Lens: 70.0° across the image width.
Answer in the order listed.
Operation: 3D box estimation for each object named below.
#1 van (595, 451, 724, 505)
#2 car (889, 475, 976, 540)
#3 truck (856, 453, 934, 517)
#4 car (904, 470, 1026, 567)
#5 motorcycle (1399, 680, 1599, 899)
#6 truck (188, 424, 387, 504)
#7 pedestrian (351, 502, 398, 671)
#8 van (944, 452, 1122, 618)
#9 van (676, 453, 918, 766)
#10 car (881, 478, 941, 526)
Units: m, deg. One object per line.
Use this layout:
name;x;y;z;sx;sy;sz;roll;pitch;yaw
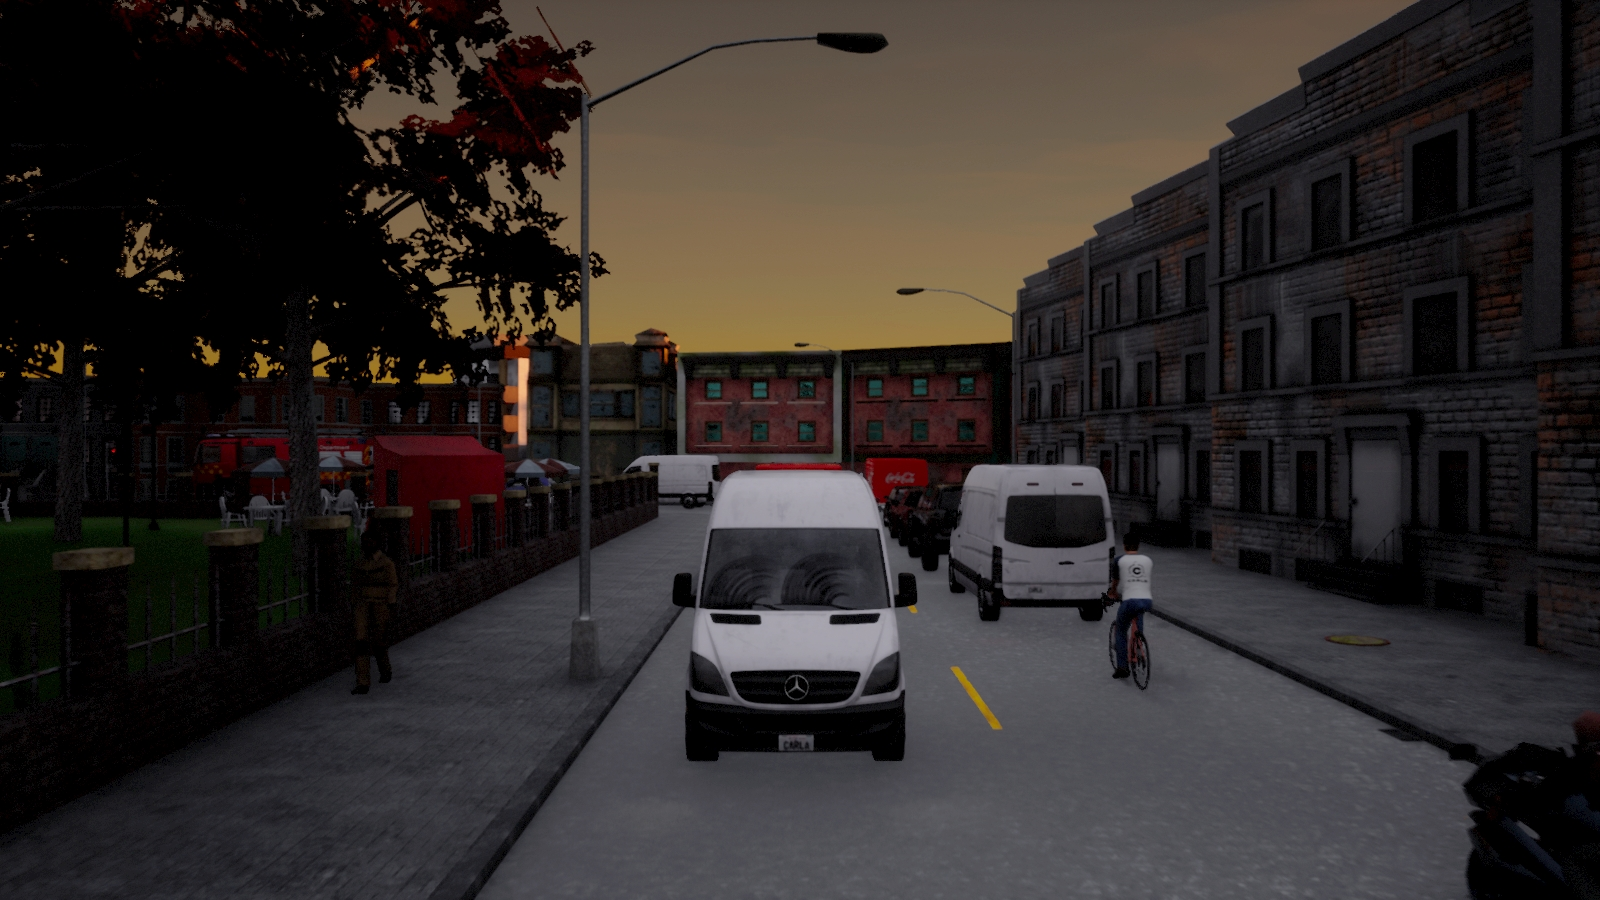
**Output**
van;-6.842;1.317;55.914;5.915;2.561;1.988;0;0;10
car;3.942;1.687;34.782;2.097;1.767;4.553;0;0;0
truck;3.815;1.351;46.949;2.627;2.467;5.204;0;0;-2
car;3.896;1.561;27.987;2.150;2.045;5.566;0;0;0
motorcycle;3.988;1.985;5.665;0.867;1.251;2.209;0;0;0
truck;-24.992;0.672;56.025;8.468;3.827;2.891;0;0;-1
pedestrian;-4.800;1.526;12.898;0.375;1.860;0.375;0;0;2
van;3.958;1.315;20.564;1.988;2.561;5.915;0;0;0
van;-0.044;1.315;12.335;1.988;2.561;5.915;0;0;0
car;3.888;1.807;40.580;1.789;1.549;3.705;0;0;0
